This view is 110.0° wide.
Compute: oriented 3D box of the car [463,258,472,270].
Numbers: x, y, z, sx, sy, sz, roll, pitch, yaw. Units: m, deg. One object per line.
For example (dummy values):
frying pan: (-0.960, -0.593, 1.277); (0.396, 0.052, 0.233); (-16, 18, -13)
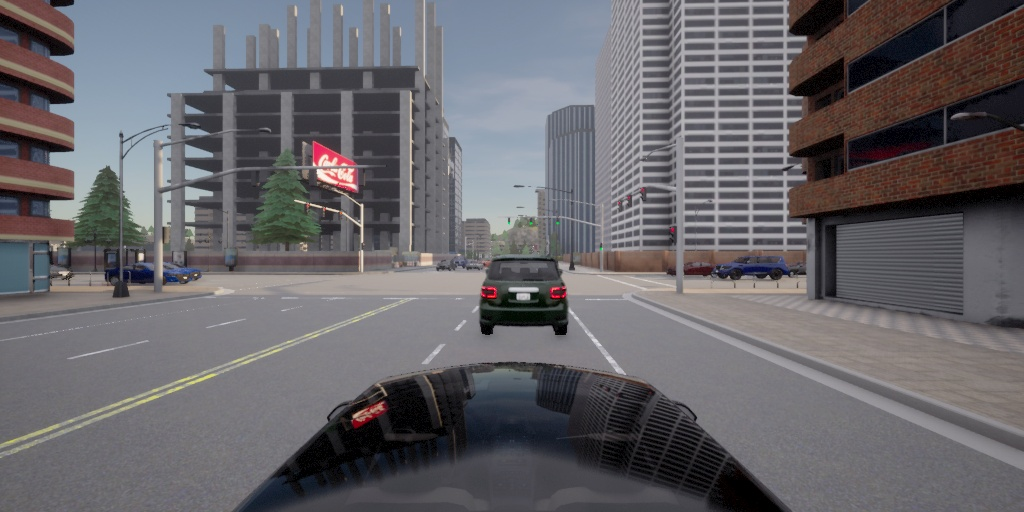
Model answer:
car: (-5.279, 1.351, 51.143); (1.895, 1.301, 4.718); (0, 0, 2)

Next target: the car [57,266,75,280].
car: (-38.008, 1.242, 28.656); (4.902, 1.511, 2.128); (0, 0, 2)

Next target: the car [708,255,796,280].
car: (20.224, 0.971, 30.462); (5.566, 2.045, 2.150); (0, 0, 2)

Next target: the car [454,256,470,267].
car: (-8.501, 0.971, 58.355); (2.150, 2.045, 5.566); (0, 0, 1)

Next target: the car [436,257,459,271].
car: (-8.883, 1.255, 48.507); (1.837, 1.490, 4.892); (0, 0, 2)

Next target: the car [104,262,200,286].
car: (-24.964, 1.228, 24.726); (5.008, 1.535, 1.882); (0, 0, 2)

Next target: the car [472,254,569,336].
car: (0.350, 0.973, 10.553); (2.150, 2.045, 5.566); (0, 0, 2)

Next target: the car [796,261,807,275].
car: (27.238, 1.241, 33.722); (4.902, 1.511, 2.128); (0, 0, 2)

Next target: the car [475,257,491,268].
car: (-4.875, 1.102, 61.243); (2.097, 1.767, 4.553); (0, 0, 2)

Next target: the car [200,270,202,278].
car: (-27.381, 1.228, 28.306); (5.008, 1.535, 1.882); (0, 0, 2)

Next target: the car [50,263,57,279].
car: (-36.093, 0.973, 25.089); (5.566, 2.045, 2.150); (0, 0, 2)

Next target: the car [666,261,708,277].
car: (17.308, 1.228, 34.055); (5.008, 1.535, 1.882); (0, 0, 2)
